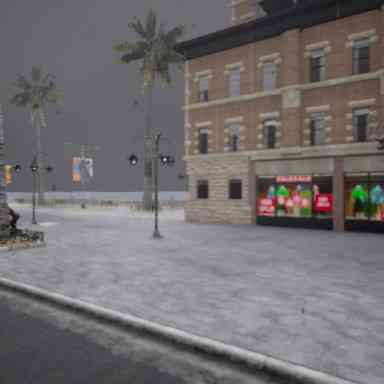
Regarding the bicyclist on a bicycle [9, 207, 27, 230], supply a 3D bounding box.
[{"bbox_3d":[-7.805,1.287,14.106,0.582,1.620,1.656,0,0,35],"label":"bicyclist on a bicycle"}]
